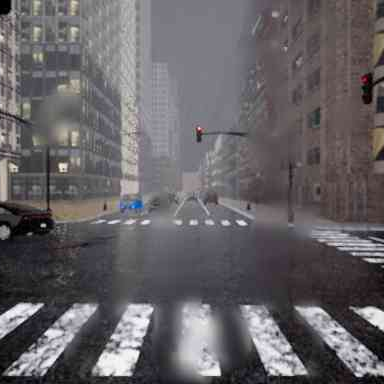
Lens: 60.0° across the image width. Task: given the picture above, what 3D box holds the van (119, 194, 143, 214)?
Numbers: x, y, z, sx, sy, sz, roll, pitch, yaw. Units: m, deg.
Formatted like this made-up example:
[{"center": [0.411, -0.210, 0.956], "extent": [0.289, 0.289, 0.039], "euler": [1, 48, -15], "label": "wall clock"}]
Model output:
[{"center": [-5.689, 1.049, 31.292], "extent": [1.690, 1.788, 3.998], "euler": [0, 1, 0], "label": "van"}]

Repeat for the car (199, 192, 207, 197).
[{"center": [3.007, 0.712, 90.864], "extent": [1.812, 1.442, 4.674], "euler": [0, 0, 0], "label": "car"}]

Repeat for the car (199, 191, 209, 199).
[{"center": [2.694, 0.630, 75.698], "extent": [2.192, 1.841, 5.009], "euler": [0, 0, 0], "label": "car"}]

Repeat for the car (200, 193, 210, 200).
[{"center": [2.694, 0.913, 70.149], "extent": [2.008, 1.369, 4.403], "euler": [0, 0, 0], "label": "car"}]

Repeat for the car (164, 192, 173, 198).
[{"center": [-5.686, 0.818, 81.251], "extent": [2.008, 1.369, 4.403], "euler": [0, 0, 0], "label": "car"}]

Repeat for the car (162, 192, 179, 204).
[{"center": [-3.073, 0.890, 50.198], "extent": [2.097, 1.767, 4.553], "euler": [0, 0, 0], "label": "car"}]

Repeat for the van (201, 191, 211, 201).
[{"center": [2.693, 0.752, 64.597], "extent": [1.690, 1.788, 3.998], "euler": [0, 0, 0], "label": "van"}]

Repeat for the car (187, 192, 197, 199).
[{"center": [0.007, 0.747, 70.792], "extent": [2.033, 1.411, 5.357], "euler": [0, 0, 0], "label": "car"}]

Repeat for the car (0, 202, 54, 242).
[{"center": [-8.552, 1.200, 14.747], "extent": [5.008, 1.535, 1.882], "euler": [1, 0, 20], "label": "car"}]

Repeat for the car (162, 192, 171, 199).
[{"center": [-5.686, 0.841, 75.529], "extent": [1.752, 1.417, 4.829], "euler": [0, 0, 0], "label": "car"}]

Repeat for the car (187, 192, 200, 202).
[{"center": [0.008, 1.045, 60.818], "extent": [1.895, 1.301, 4.718], "euler": [0, 1, 0], "label": "car"}]

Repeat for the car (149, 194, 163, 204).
[{"center": [-5.687, 1.036, 53.327], "extent": [1.752, 1.417, 4.829], "euler": [0, 1, 0], "label": "car"}]

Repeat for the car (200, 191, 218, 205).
[{"center": [2.692, 0.873, 47.945], "extent": [2.192, 1.841, 5.009], "euler": [0, 1, 0], "label": "car"}]

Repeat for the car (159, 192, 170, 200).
[{"center": [-5.687, 0.803, 70.148], "extent": [1.967, 1.590, 4.097], "euler": [0, 1, 0], "label": "car"}]

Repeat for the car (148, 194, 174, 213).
[{"center": [-3.095, 1.203, 32.344], "extent": [1.837, 1.490, 4.892], "euler": [0, 1, 0], "label": "car"}]
